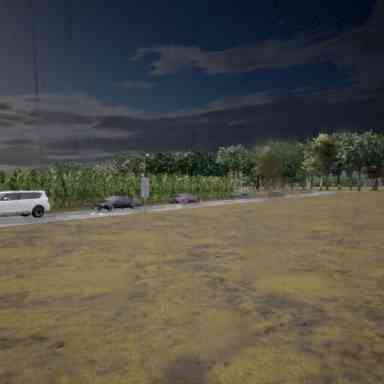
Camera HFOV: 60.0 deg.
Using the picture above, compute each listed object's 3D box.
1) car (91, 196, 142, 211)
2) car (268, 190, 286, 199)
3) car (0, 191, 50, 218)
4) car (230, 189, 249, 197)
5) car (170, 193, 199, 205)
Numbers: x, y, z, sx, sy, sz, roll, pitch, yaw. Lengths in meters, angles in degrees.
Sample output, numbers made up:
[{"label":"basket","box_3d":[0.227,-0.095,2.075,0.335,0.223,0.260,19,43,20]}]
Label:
[{"label":"car","box_3d":[-7.300,1.066,32.744,2.033,1.411,5.357,0,1,35]},{"label":"car","box_3d":[15.370,0.347,59.777,1.882,1.535,5.008,0,0,35]},{"label":"car","box_3d":[-13.248,0.933,24.309,2.150,2.045,5.566,0,1,35]},{"label":"car","box_3d":[7.953,0.249,54.202,1.837,1.490,4.892,0,1,35]},{"label":"car","box_3d":[-0.946,0.878,41.719,1.994,1.385,4.181,0,1,36]}]
